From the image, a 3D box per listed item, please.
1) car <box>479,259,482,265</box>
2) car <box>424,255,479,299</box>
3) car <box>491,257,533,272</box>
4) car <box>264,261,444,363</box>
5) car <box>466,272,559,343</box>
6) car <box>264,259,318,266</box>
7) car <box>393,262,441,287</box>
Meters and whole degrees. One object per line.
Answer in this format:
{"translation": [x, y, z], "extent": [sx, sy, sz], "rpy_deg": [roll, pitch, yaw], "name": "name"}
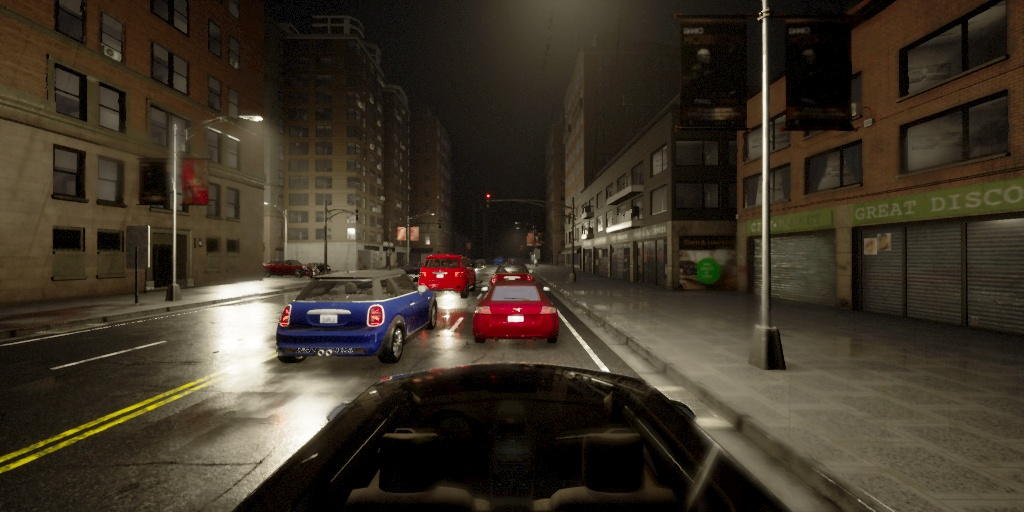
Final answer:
{"translation": [-6.544, 1.280, 59.464], "extent": [1.837, 1.490, 4.892], "rpy_deg": [0, 0, 0], "name": "car"}
{"translation": [-3.139, 0.974, 18.328], "extent": [2.150, 2.045, 5.566], "rpy_deg": [0, 0, 0], "name": "car"}
{"translation": [0.011, 1.104, 18.289], "extent": [2.097, 1.767, 4.553], "rpy_deg": [0, 0, 0], "name": "car"}
{"translation": [-3.142, 1.103, 8.289], "extent": [2.097, 1.767, 4.553], "rpy_deg": [0, 0, 0], "name": "car"}
{"translation": [0.098, 1.315, 9.671], "extent": [1.994, 1.385, 4.181], "rpy_deg": [0, 0, 0], "name": "car"}
{"translation": [-20.772, 1.103, 33.621], "extent": [4.553, 1.767, 2.097], "rpy_deg": [0, 0, 2], "name": "car"}
{"translation": [-6.583, 1.246, 25.411], "extent": [2.128, 1.511, 4.902], "rpy_deg": [0, 0, 0], "name": "car"}
